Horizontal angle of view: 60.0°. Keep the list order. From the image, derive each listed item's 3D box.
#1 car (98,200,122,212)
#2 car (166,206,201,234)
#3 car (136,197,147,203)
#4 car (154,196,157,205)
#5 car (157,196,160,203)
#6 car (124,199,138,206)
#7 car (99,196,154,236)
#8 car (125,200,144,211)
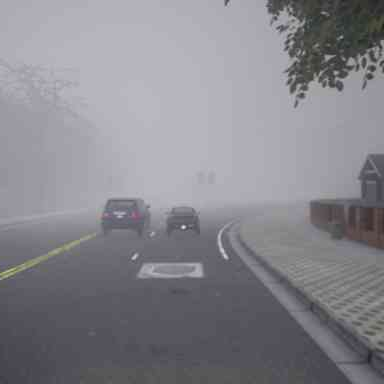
[{"bbox_3d":[-11.108,1.857,45.366,2.033,1.411,5.357,0,0,-1],"label":"car"},{"bbox_3d":[-0.529,1.642,20.249,1.837,1.490,4.892,0,-1,-1],"label":"car"},{"bbox_3d":[-11.836,1.828,78.383,1.994,1.385,4.181,0,0,-1],"label":"car"},{"bbox_3d":[-8.258,1.797,63.502,1.882,1.535,5.008,0,0,-1],"label":"car"},{"bbox_3d":[-8.599,1.740,78.929,1.882,1.535,5.008,0,0,-1],"label":"car"},{"bbox_3d":[-11.488,1.932,62.822,1.895,1.301,4.718,0,0,-1],"label":"car"},{"bbox_3d":[-3.771,1.358,19.668,2.150,2.045,5.566,0,0,-1],"label":"car"},{"bbox_3d":[-7.871,1.865,46.130,1.994,1.385,4.181,0,0,-1],"label":"car"}]
